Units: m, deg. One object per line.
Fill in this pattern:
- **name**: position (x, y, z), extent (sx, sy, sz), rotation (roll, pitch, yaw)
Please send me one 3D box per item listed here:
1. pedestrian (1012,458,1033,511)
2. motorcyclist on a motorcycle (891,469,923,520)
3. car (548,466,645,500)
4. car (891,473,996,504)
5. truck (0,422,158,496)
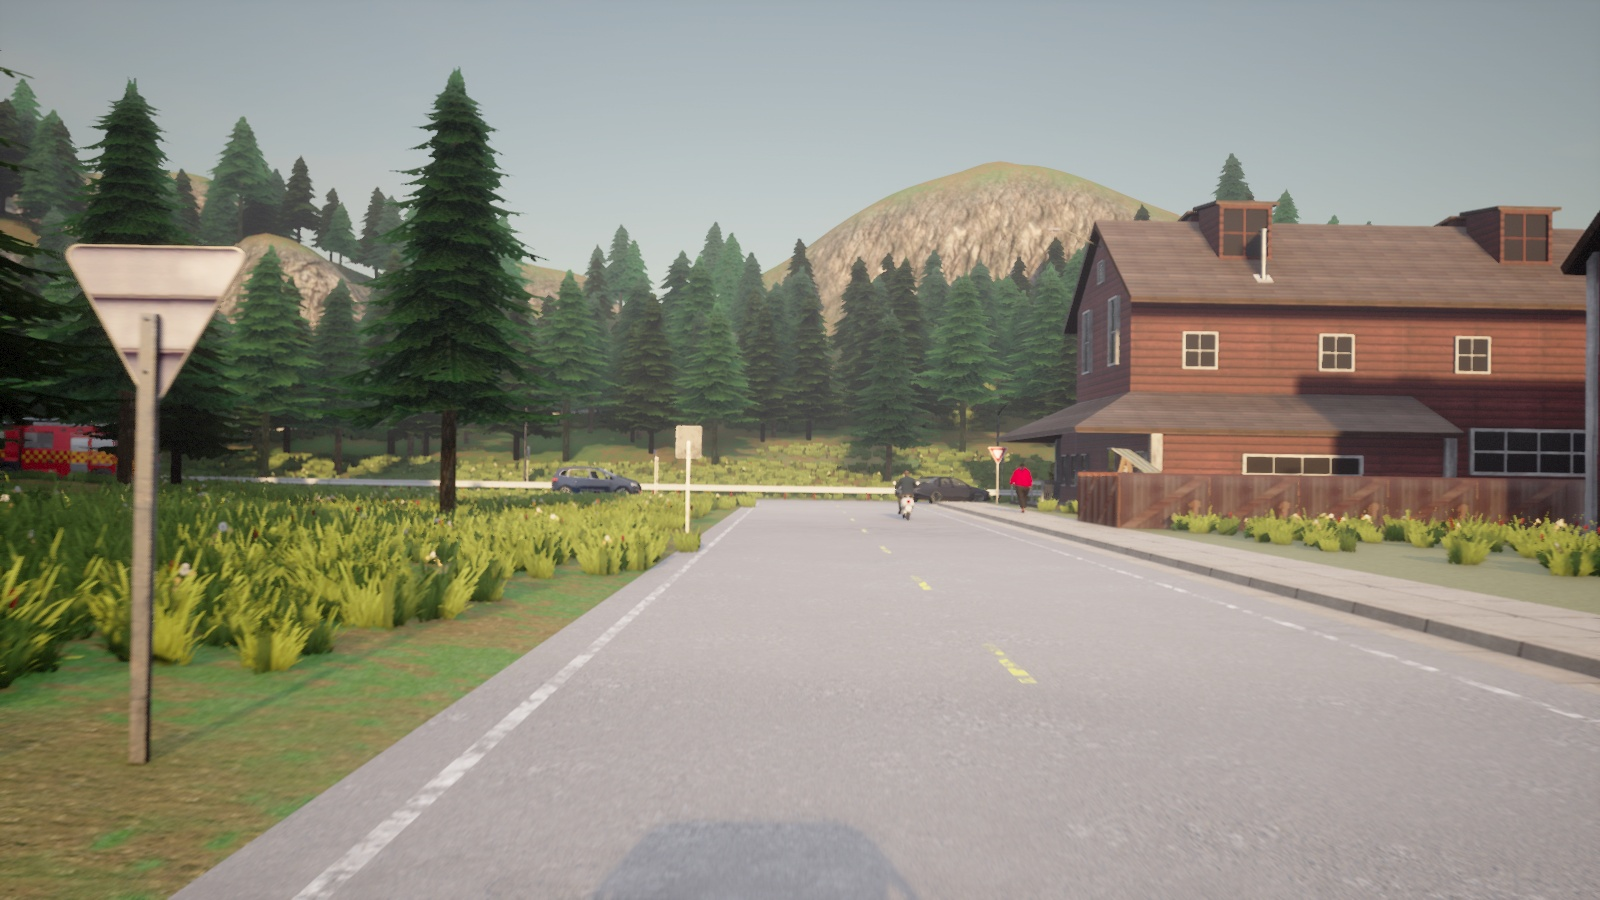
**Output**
- **pedestrian**: position (7.908, 1.219, 44.604), extent (0.634, 1.844, 0.899), rotation (0, -1, 3)
- **motorcyclist on a motorcycle**: position (3.435, 1.418, 40.488), extent (0.866, 1.590, 1.817), rotation (0, -1, 0)
- **car**: position (-10.382, 1.690, 64.368), extent (4.611, 1.667, 2.242), rotation (0, -1, 0)
- **car**: position (7.280, 1.971, 63.438), extent (5.357, 1.411, 2.033), rotation (3, -2, -38)
- **truck**: position (-39.660, 0.486, 67.793), extent (8.468, 3.827, 2.891), rotation (0, -1, 0)
